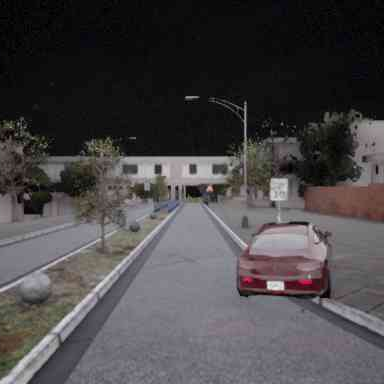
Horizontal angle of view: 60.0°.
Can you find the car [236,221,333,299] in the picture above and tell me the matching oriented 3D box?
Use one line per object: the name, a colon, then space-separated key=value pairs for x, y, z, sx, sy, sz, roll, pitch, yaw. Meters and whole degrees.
car: x=2.345 y=1.426 z=8.042 sx=1.812 sy=1.442 sz=4.674 roll=-3 pitch=0 yaw=22
